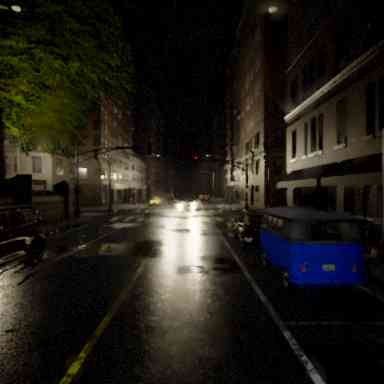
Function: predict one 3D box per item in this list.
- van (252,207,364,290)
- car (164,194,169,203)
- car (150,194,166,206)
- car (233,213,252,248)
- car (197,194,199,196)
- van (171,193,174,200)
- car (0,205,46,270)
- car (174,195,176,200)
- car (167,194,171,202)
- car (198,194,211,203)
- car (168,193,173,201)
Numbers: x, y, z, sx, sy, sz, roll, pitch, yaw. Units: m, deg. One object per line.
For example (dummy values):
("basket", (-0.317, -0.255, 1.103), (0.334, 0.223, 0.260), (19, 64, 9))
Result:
("van", (2.860, 1.339, 8.794), (1.690, 1.788, 3.998), (0, 0, 0))
("car", (-5.640, 1.513, 57.897), (2.008, 1.369, 4.403), (0, 0, 0))
("car", (-5.643, 1.490, 52.277), (1.752, 1.417, 4.829), (0, 0, 0))
("car", (2.863, 1.561, 14.454), (1.947, 1.339, 4.313), (0, 0, 0))
("car", (2.897, 1.511, 79.728), (2.008, 1.369, 4.403), (0, 0, 0))
("van", (-5.632, 1.301, 74.250), (1.690, 1.788, 3.998), (0, 0, 0))
("car", (-5.665, 1.313, 8.758), (2.192, 1.841, 5.009), (0, 0, 0))
("car", (-5.629, 1.511, 79.701), (2.008, 1.369, 4.403), (0, 0, 0))
("car", (-5.637, 1.505, 63.348), (1.887, 1.381, 4.507), (0, 0, 0))
("car", (2.890, 1.399, 68.831), (1.967, 1.590, 4.097), (0, 0, 0))
("car", (-5.634, 1.504, 68.799), (1.887, 1.381, 4.507), (0, 0, 0))
